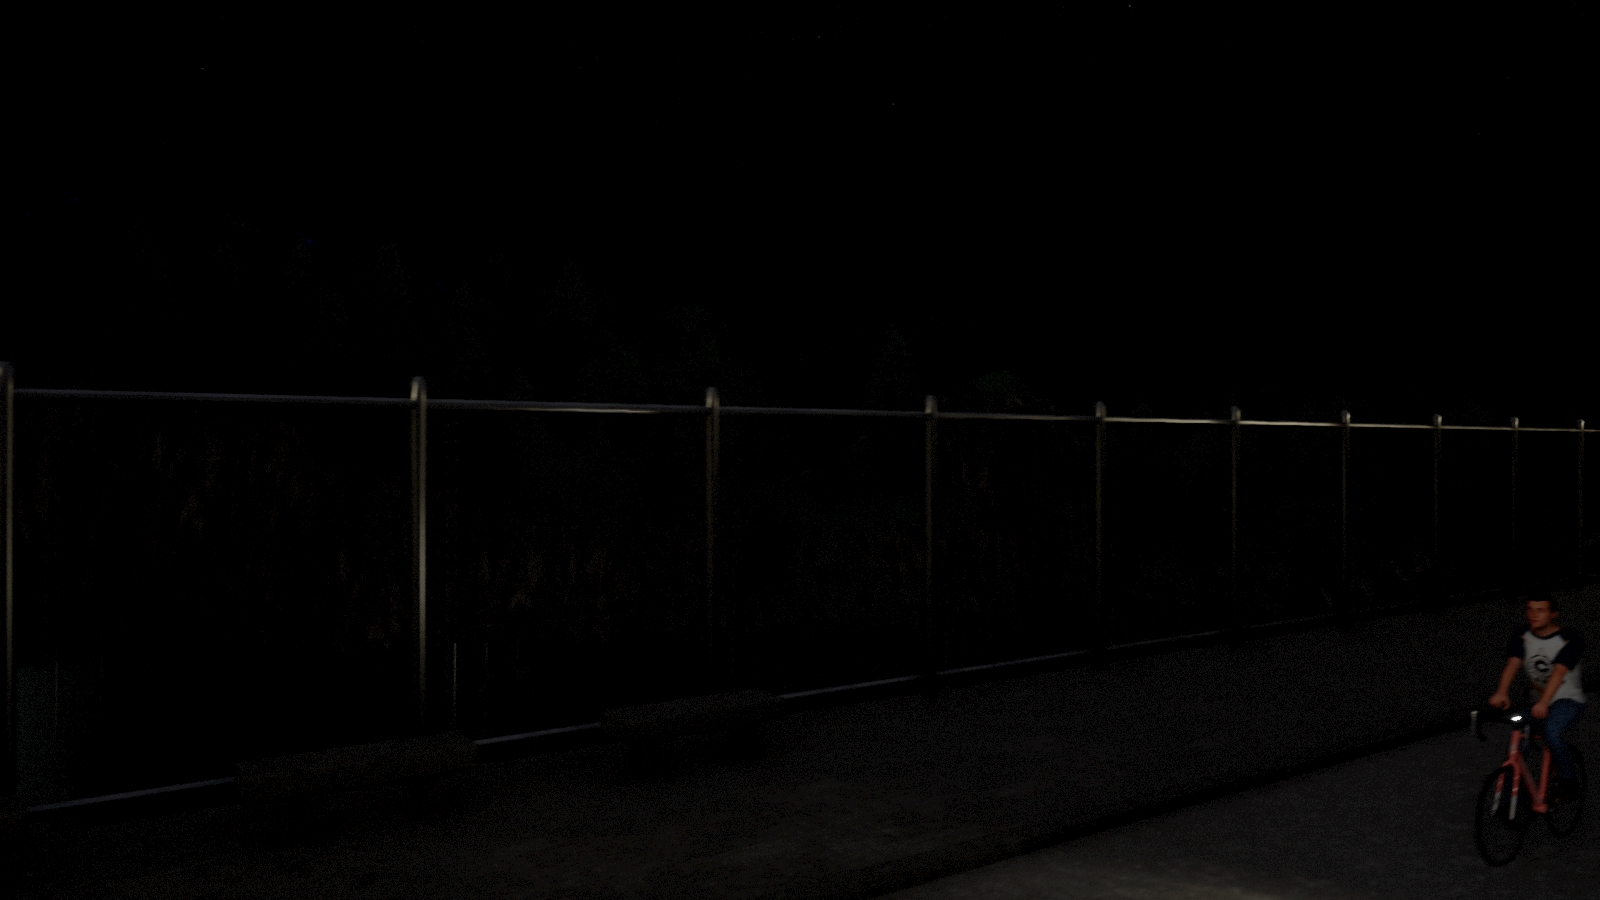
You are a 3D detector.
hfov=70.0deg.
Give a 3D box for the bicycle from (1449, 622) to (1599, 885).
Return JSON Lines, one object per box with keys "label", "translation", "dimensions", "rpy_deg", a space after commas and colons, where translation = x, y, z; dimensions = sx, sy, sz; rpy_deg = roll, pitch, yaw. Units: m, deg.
{"label": "bicycle", "translation": [5.145, 2.056, 7.995], "dimensions": [1.643, 1.496, 0.373], "rpy_deg": [-1, 0, -35]}
